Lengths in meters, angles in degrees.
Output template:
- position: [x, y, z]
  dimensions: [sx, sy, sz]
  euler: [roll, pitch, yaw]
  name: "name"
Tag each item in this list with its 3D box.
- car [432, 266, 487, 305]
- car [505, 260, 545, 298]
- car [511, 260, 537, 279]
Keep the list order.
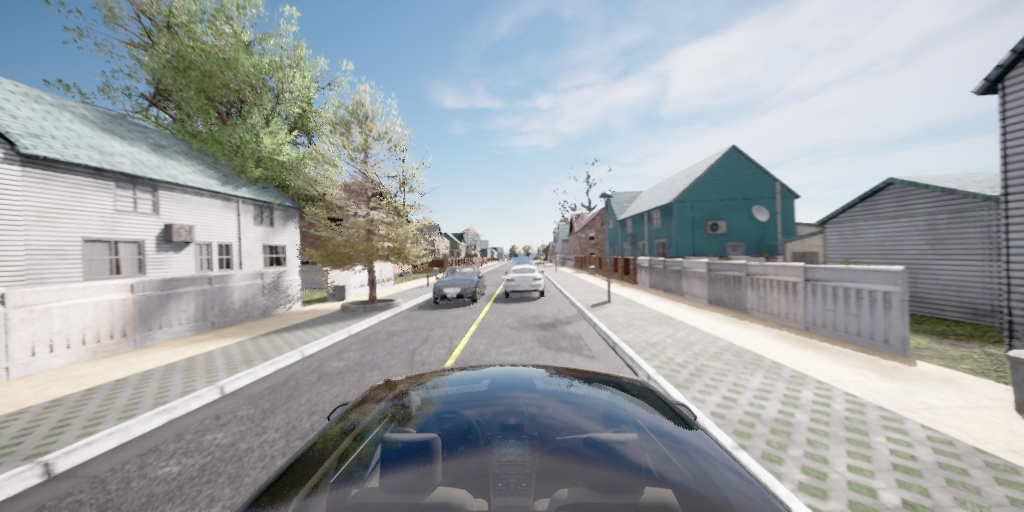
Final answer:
- position: [-2.242, 1.227, 16.203]
  dimensions: [2.128, 1.511, 4.902]
  euler: [-2, 0, 2]
  name: "car"
- position: [0.631, 1.150, 17.739]
  dimensions: [1.812, 1.442, 4.674]
  euler: [-2, 0, 3]
  name: "car"
- position: [1.051, 1.095, 31.001]
  dimensions: [2.033, 1.411, 5.357]
  euler: [-2, 0, 3]
  name: "car"
